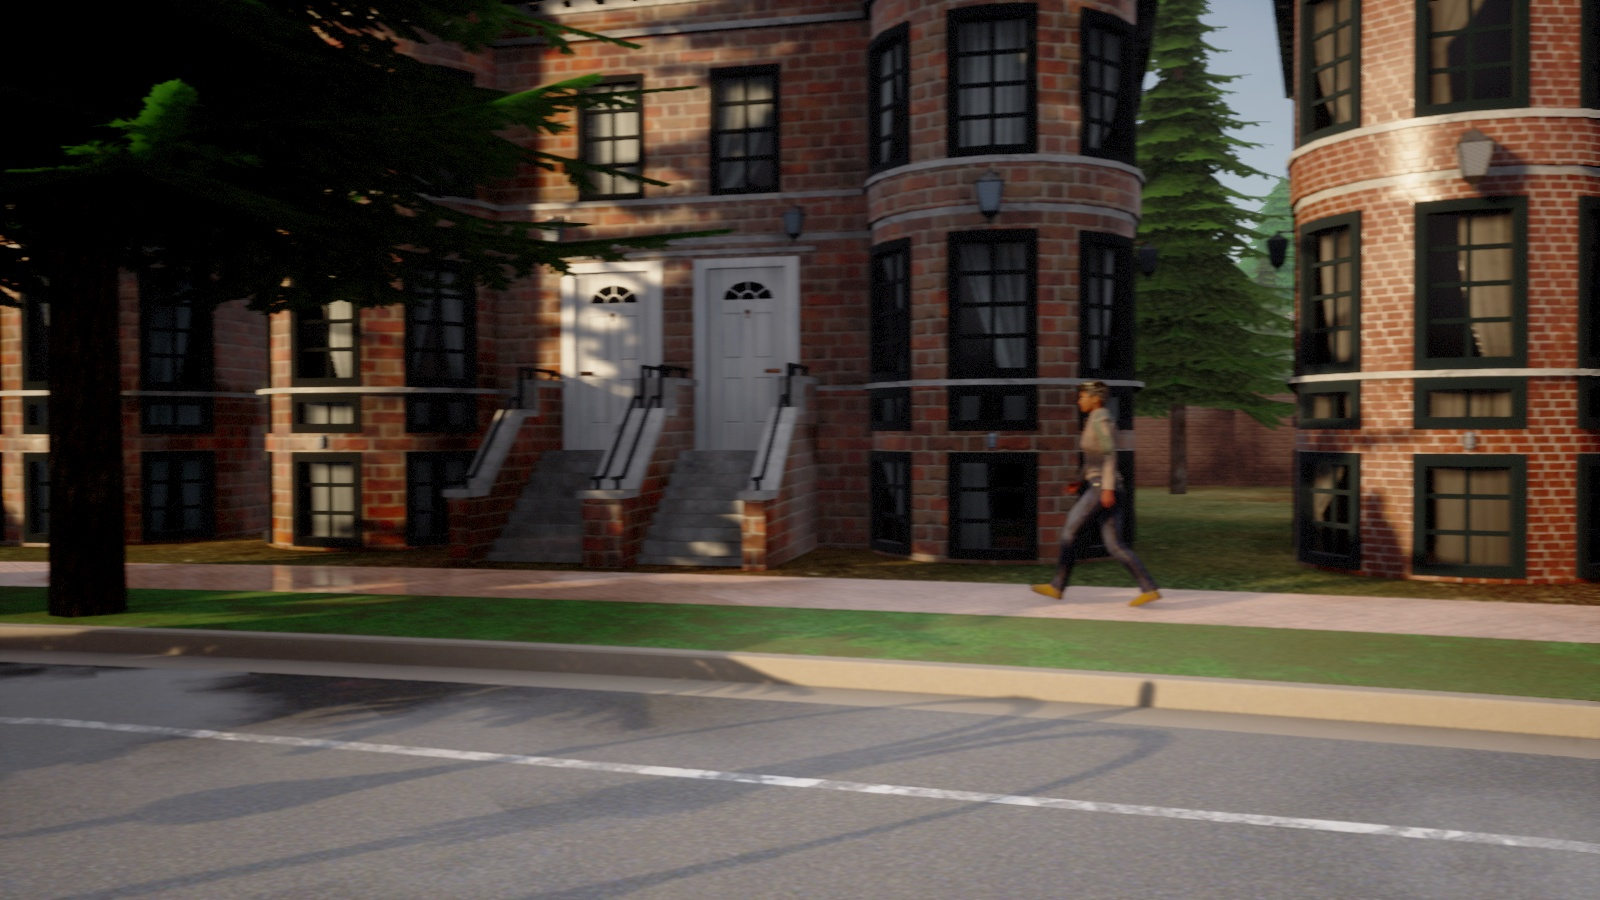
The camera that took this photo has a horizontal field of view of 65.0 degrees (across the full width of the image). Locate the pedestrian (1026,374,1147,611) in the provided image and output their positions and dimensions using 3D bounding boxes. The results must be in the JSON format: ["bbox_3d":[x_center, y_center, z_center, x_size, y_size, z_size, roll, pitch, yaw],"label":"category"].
[{"bbox_3d":[2.258,0.318,9.906,0.869,1.805,0.328,1,1,25],"label":"pedestrian"}]
